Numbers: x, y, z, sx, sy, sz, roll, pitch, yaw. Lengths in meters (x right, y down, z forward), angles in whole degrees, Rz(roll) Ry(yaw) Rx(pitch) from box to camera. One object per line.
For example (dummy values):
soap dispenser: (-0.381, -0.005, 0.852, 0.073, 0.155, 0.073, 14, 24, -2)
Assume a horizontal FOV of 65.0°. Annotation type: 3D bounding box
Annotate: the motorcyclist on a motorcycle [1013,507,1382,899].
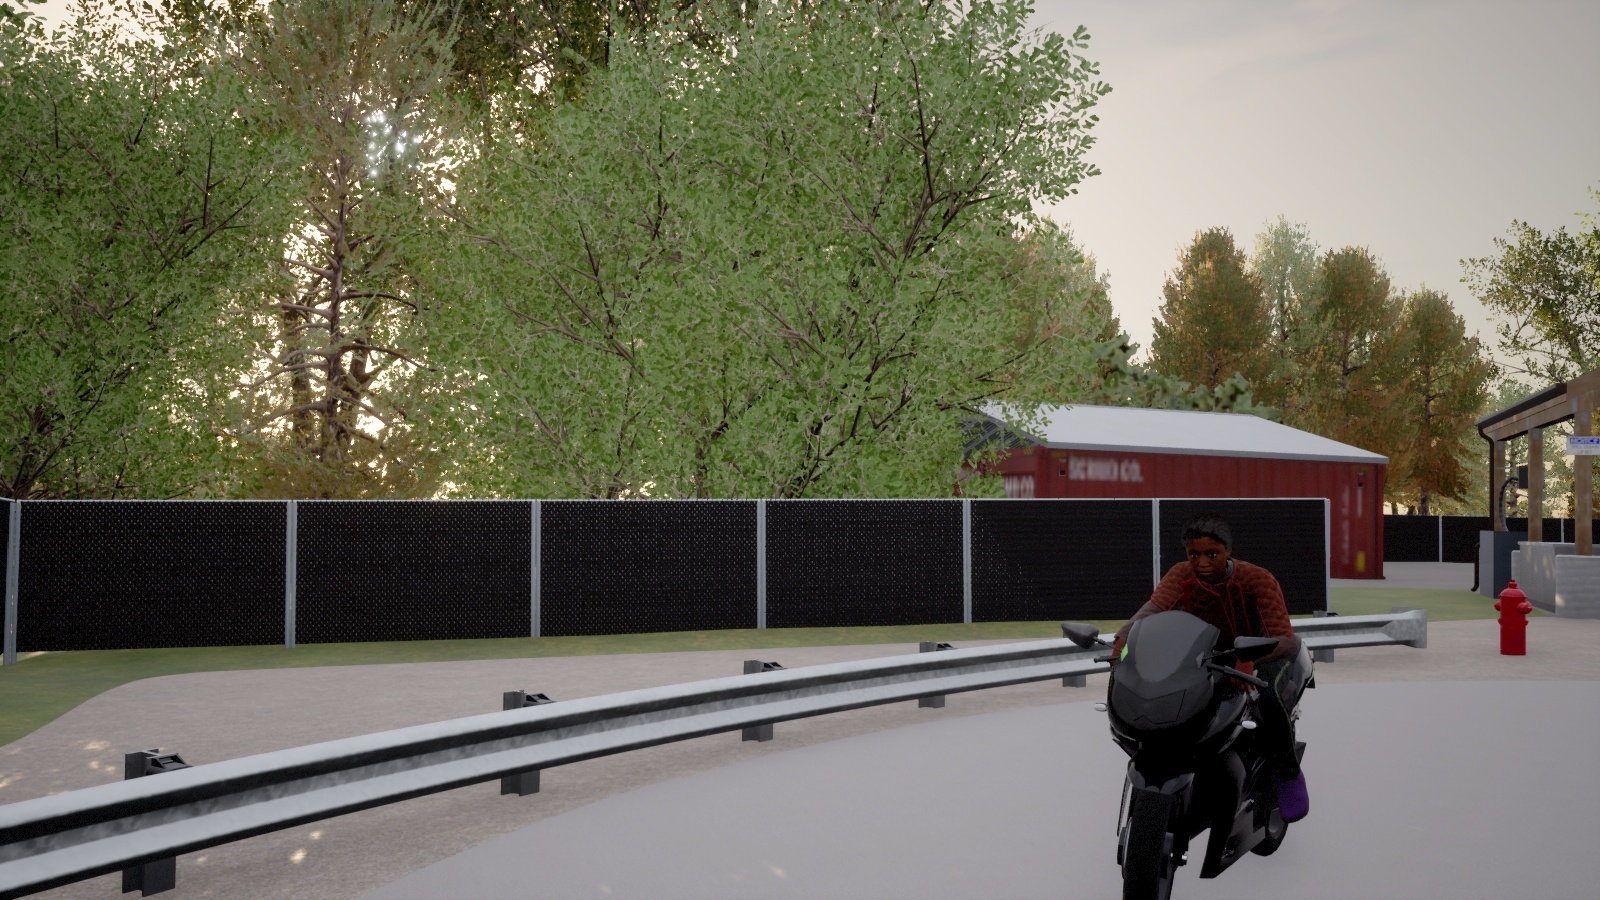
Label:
motorcyclist on a motorcycle: (1.676, 0.996, 5.020, 0.797, 1.523, 2.044, -1, -3, 36)
